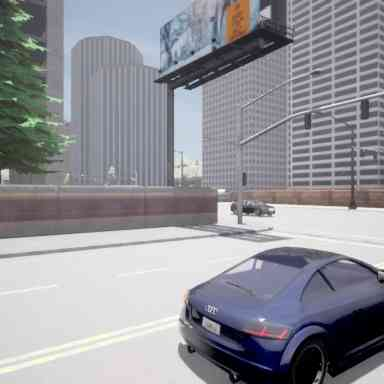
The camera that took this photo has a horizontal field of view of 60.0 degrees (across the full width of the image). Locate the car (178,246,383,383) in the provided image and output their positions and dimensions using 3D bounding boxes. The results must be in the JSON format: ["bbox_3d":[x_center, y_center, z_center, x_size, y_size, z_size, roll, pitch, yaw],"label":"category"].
[{"bbox_3d":[1.871,1.564,5.121,4.181,1.385,1.994,0,0,-35],"label":"car"}]

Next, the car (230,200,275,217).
[{"bbox_3d":[5.706,1.491,31.572,2.128,1.511,4.902,0,0,-34],"label":"car"}]
